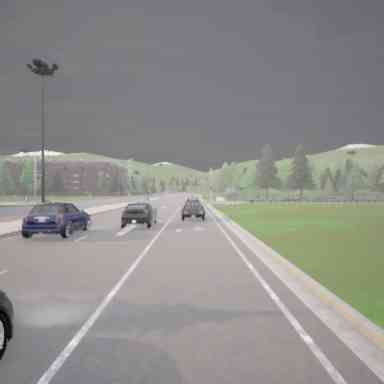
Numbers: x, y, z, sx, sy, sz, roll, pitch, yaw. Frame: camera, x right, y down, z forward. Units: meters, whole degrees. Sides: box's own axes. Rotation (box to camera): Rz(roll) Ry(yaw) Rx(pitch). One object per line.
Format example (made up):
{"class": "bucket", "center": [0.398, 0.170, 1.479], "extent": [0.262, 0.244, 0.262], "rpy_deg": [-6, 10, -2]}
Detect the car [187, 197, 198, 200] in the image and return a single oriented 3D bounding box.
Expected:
{"class": "car", "center": [0.067, 1.405, 42.276], "extent": [2.128, 1.511, 4.902], "rpy_deg": [0, 0, 0]}

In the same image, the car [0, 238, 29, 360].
{"class": "car", "center": [-3.397, 1.499, 2.713], "extent": [1.837, 1.490, 4.892], "rpy_deg": [0, 0, 0]}

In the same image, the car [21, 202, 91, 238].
{"class": "car", "center": [-6.898, 1.317, 17.387], "extent": [2.097, 1.767, 4.553], "rpy_deg": [0, 0, 0]}

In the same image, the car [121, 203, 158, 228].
{"class": "car", "center": [-3.397, 1.461, 21.899], "extent": [1.837, 1.490, 4.892], "rpy_deg": [0, 0, 0]}

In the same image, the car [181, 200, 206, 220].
{"class": "car", "center": [0.103, 1.547, 26.954], "extent": [1.895, 1.301, 4.718], "rpy_deg": [0, 0, 0]}
